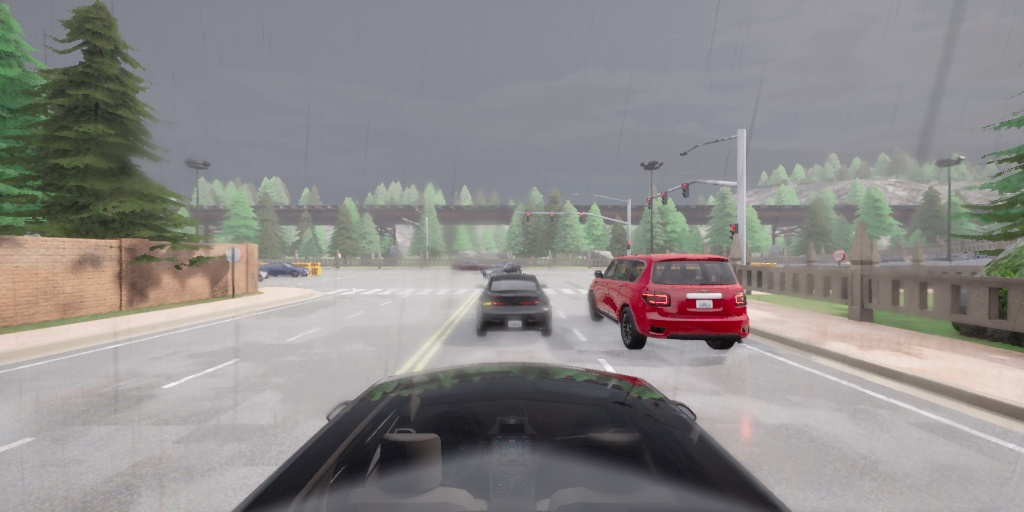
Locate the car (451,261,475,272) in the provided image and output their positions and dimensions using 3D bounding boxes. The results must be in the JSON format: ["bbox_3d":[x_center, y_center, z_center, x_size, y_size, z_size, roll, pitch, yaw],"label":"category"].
[{"bbox_3d":[-5.178,1.351,44.545,4.718,1.301,1.895,0,0,0],"label":"car"}]

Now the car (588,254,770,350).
[{"bbox_3d":[3.517,0.971,9.233,2.150,2.045,5.566,0,0,0],"label":"car"}]

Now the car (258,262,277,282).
[{"bbox_3d":[-20.932,1.242,26.804,4.902,1.511,2.128,0,0,0],"label":"car"}]

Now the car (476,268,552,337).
[{"bbox_3d":[0.021,1.255,10.334,1.837,1.490,4.892,0,0,-1],"label":"car"}]

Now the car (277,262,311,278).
[{"bbox_3d":[-21.555,1.276,33.817,4.674,1.442,1.812,0,0,0],"label":"car"}]

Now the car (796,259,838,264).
[{"bbox_3d":[34.719,1.089,41.142,4.553,1.767,2.097,0,0,0],"label":"car"}]

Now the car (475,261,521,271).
[{"bbox_3d":[-0.850,1.241,31.738,2.128,1.511,4.902,0,0,27],"label":"car"}]

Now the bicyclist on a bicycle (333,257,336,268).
[{"bbox_3d":[-27.410,1.051,55.790,0.582,1.620,1.656,0,0,0],"label":"bicyclist on a bicycle"}]
